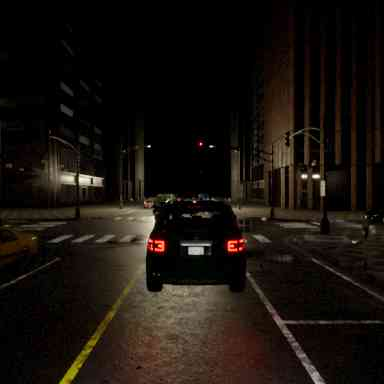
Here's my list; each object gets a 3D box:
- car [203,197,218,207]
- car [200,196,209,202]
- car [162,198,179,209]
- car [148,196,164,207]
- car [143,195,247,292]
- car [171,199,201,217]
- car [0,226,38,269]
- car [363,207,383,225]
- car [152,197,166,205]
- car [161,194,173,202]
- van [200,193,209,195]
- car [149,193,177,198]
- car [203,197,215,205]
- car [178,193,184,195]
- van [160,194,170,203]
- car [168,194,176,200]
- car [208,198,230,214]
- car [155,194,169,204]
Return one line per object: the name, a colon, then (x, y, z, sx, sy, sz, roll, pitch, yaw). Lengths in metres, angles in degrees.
car: (2.872, 1.559, 52.379, 2.008, 1.369, 4.403, 0, 0, 0)
car: (2.930, 1.592, 80.424, 1.947, 1.339, 4.313, 0, 0, 0)
car: (-2.935, 1.571, 46.465, 1.994, 1.385, 4.181, 0, 0, 1)
car: (-5.652, 1.449, 52.379, 1.967, 1.590, 4.097, 0, 0, 0)
car: (0.098, 1.222, 9.060, 2.150, 2.045, 5.566, 0, 0, 0)
car: (-0.479, 1.494, 32.464, 2.128, 1.511, 4.902, 0, 0, 9)
car: (-5.743, 1.525, 8.606, 1.752, 1.417, 4.829, 0, 0, 0)
car: (14.853, 1.567, 23.806, 4.892, 1.490, 1.837, 0, 0, 0)
car: (-5.641, 1.562, 57.988, 2.008, 1.369, 4.403, 0, 0, 0)
car: (-5.606, 1.337, 74.817, 2.192, 1.841, 5.009, 0, 0, 0)
van: (2.907, 1.359, 69.206, 1.690, 1.788, 3.998, 0, 0, 0)
car: (-2.996, 1.226, 36.593, 2.150, 2.045, 5.566, 0, 0, 0)
car: (2.884, 1.577, 57.988, 1.947, 1.339, 4.313, 0, 0, 0)
car: (-2.912, 1.362, 56.343, 2.097, 1.767, 4.553, 0, 0, 1)
van: (-5.618, 1.359, 69.206, 1.690, 1.788, 3.998, 0, 0, 0)
car: (-5.572, 1.477, 91.645, 1.967, 1.590, 4.097, 0, 0, 0)
car: (2.838, 1.444, 35.553, 1.967, 1.590, 4.097, 0, 0, 0)
car: (-5.629, 1.329, 63.598, 2.192, 1.841, 5.009, 0, 0, 0)
